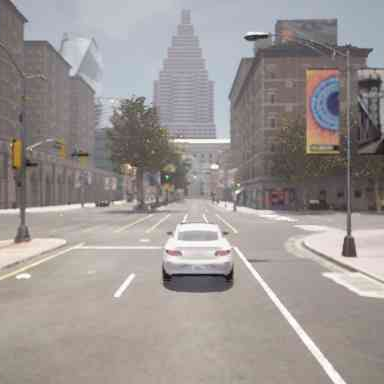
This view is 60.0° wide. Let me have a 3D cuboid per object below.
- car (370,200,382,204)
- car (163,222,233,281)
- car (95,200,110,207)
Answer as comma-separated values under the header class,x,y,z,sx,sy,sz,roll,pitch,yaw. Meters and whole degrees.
class,x,y,z,sx,sy,sz,roll,pitch,yaw
car,35.039,2.254,66.609,2.231,1.521,4.892,0,-1,0
car,0.172,1.642,10.127,1.812,1.442,4.674,0,-1,1
car,-17.666,2.337,65.687,1.895,1.301,4.718,0,-1,0
